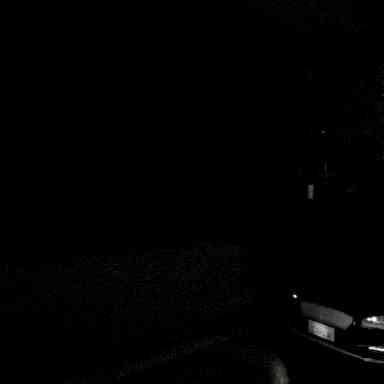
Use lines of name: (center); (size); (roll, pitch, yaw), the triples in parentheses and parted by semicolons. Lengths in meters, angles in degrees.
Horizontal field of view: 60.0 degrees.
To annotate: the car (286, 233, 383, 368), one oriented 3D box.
car: (3.637, 1.486, 5.640); (4.902, 1.511, 2.128); (0, 0, -35)
